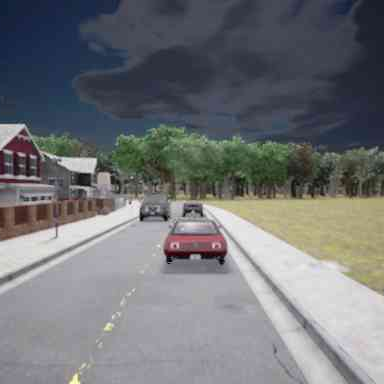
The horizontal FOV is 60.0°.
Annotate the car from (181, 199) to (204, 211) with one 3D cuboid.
[{"bbox_3d":[0.077,1.472,31.760,1.837,1.490,4.892,0,0,0],"label":"car"}]

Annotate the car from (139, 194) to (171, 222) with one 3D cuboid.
[{"bbox_3d":[-2.849,1.195,26.736,2.150,2.045,5.566,0,0,0],"label":"car"}]

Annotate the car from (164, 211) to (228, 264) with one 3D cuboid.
[{"bbox_3d":[0.106,1.589,11.823,1.895,1.301,4.718,0,0,0],"label":"car"}]
